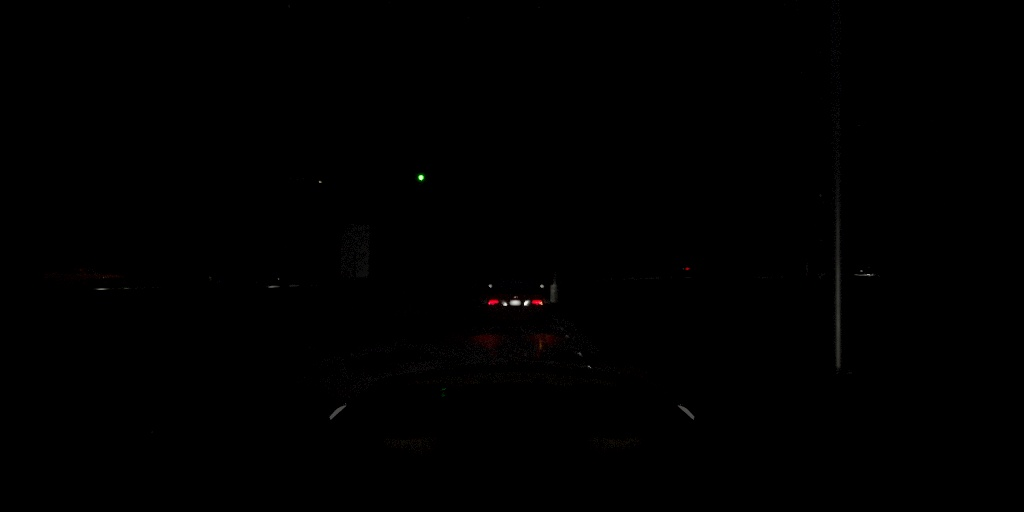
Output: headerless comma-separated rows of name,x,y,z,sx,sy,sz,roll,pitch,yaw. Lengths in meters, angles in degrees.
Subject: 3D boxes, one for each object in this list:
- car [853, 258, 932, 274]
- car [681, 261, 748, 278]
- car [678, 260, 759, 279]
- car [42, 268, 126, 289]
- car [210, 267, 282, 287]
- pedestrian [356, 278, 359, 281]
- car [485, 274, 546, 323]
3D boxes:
car,33.108,0.875,31.267,5.357,1.411,2.033,-1,-2,0
car,17.563,1.171,31.245,4.718,1.301,1.895,-1,-2,0
car,15.854,1.010,27.753,5.357,1.411,2.033,-1,-2,3
car,-32.720,1.673,27.492,5.008,1.535,1.882,0,-2,0
car,-20.301,1.555,27.504,4.892,1.490,1.837,-1,-2,0
pedestrian,-15.164,1.544,35.114,0.375,1.860,0.375,0,-1,0
car,0.142,1.327,12.268,2.033,1.411,5.357,0,0,1
